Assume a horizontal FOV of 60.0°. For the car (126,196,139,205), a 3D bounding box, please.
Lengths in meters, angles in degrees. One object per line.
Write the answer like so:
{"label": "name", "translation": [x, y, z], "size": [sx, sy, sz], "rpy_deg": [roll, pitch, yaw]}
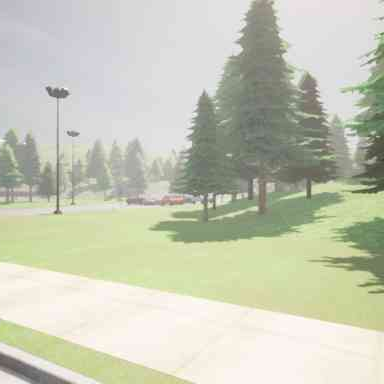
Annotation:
{"label": "car", "translation": [-9.362, 1.483, 58.146], "size": [2.128, 1.511, 4.902], "rpy_deg": [0, 0, 32]}

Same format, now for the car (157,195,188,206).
{"label": "car", "translation": [-3.134, 1.345, 54.907], "size": [2.097, 1.767, 4.553], "rpy_deg": [0, 0, 32]}

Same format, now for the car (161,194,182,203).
{"label": "car", "translation": [-4.046, 1.343, 67.021], "size": [2.097, 1.767, 4.553], "rpy_deg": [0, 0, 31]}

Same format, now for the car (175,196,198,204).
{"label": "car", "translation": [-1.036, 1.539, 65.234], "size": [2.033, 1.411, 5.357], "rpy_deg": [0, 0, 31]}

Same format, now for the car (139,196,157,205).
{"label": "car", "translation": [-6.340, 1.593, 56.376], "size": [1.895, 1.301, 4.718], "rpy_deg": [0, 0, 32]}

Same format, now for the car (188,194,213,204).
{"label": "car", "translation": [1.973, 1.214, 63.447], "size": [2.150, 2.045, 5.566], "rpy_deg": [0, 0, 31]}
